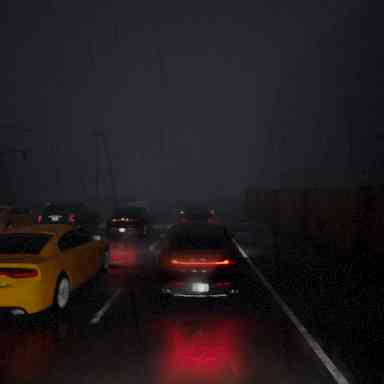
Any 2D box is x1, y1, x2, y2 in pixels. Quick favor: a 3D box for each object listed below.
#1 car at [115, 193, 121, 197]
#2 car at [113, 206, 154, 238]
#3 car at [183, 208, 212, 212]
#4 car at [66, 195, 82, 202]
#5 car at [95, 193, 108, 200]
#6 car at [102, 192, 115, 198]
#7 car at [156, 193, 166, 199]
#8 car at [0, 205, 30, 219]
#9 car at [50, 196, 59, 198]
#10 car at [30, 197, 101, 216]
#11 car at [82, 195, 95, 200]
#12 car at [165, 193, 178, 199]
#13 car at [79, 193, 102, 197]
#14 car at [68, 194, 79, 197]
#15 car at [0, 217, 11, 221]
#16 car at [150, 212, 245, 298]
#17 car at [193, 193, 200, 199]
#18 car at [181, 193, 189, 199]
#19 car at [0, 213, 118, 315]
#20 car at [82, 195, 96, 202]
[{"bbox_3d":[-19.801,1.160,86.175,2.097,1.767,4.553,0,1,1],"label":"car"},{"bbox_3d":[-3.203,1.502,17.770,1.837,1.490,4.892,0,0,0],"label":"car"},{"bbox_3d":[0.305,1.561,18.632,1.994,1.385,4.181,0,0,1],"label":"car"},{"bbox_3d":[-27.001,1.456,76.255,1.994,1.385,4.181,0,0,1],"label":"car"},{"bbox_3d":[-23.303,1.162,86.083,2.097,1.767,4.553,0,1,1],"label":"car"},{"bbox_3d":[-20.005,1.130,75.983,2.150,2.045,5.566,0,0,1],"label":"car"},{"bbox_3d":[-9.125,1.156,94.839,1.882,1.535,5.008,0,1,1],"label":"car"},{"bbox_3d":[-10.199,1.475,18.474,1.882,1.535,5.008,0,0,1],"label":"car"},{"bbox_3d":[-27.199,1.519,66.193,1.994,1.385,4.181,0,0,1],"label":"car"},{"bbox_3d":[-6.698,1.349,18.462,2.097,1.767,4.553,0,0,1],"label":"car"},{"bbox_3d":[-26.799,1.399,86.344,1.895,1.301,4.718,0,1,1],"label":"car"},{"bbox_3d":[-5.625,1.204,94.765,2.128,1.511,4.902,0,1,1],"label":"car"},{"bbox_3d":[-20.200,1.302,66.102,2.097,1.767,4.553,0,0,1],"label":"car"},{"bbox_3d":[-23.699,1.321,66.162,2.097,1.767,4.553,0,0,1],"label":"car"},{"bbox_3d":[-6.812,1.563,8.442,1.994,1.385,4.181,0,0,0],"label":"car"},{"bbox_3d":[0.186,1.504,8.515,1.837,1.490,4.892,0,0,1],"label":"car"},{"bbox_3d":[1.382,1.229,95.041,1.994,1.385,4.181,0,1,1],"label":"car"},{"bbox_3d":[-2.118,1.032,95.078,2.097,1.767,4.553,0,1,1],"label":"car"},{"bbox_3d":[-3.324,1.477,7.691,1.882,1.535,5.008,0,0,1],"label":"car"},{"bbox_3d":[-23.505,1.458,76.020,1.994,1.385,4.181,0,0,1],"label":"car"}]
